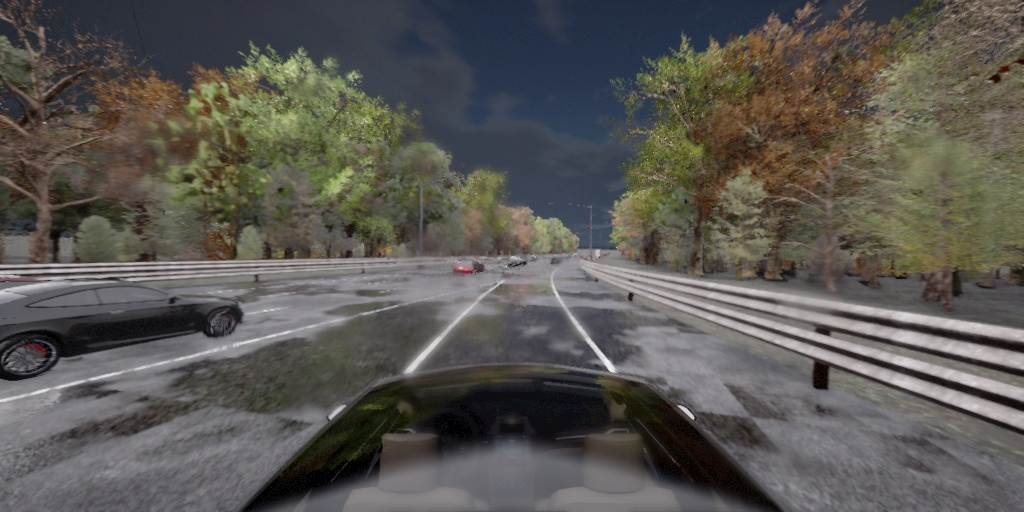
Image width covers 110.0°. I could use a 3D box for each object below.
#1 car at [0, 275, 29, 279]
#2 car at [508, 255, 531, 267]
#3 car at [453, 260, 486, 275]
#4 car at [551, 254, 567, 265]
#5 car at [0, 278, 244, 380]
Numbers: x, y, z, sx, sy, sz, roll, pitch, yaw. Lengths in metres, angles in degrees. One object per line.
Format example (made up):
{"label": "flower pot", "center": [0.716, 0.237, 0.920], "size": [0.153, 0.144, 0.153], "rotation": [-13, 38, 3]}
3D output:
{"label": "car", "center": [-11.312, 1.137, 7.962], "size": [1.812, 1.442, 4.674], "rotation": [1, 1, 16]}
{"label": "car", "center": [0.912, 0.936, 51.361], "size": [1.895, 1.301, 4.718], "rotation": [1, 1, 16]}
{"label": "car", "center": [-3.978, 1.022, 33.999], "size": [1.994, 1.385, 4.181], "rotation": [1, 1, 16]}
{"label": "car", "center": [8.131, 0.790, 64.079], "size": [1.837, 1.490, 4.892], "rotation": [1, 1, 16]}
{"label": "car", "center": [-7.947, 1.177, 7.014], "size": [1.812, 1.442, 4.674], "rotation": [1, 0, 16]}
